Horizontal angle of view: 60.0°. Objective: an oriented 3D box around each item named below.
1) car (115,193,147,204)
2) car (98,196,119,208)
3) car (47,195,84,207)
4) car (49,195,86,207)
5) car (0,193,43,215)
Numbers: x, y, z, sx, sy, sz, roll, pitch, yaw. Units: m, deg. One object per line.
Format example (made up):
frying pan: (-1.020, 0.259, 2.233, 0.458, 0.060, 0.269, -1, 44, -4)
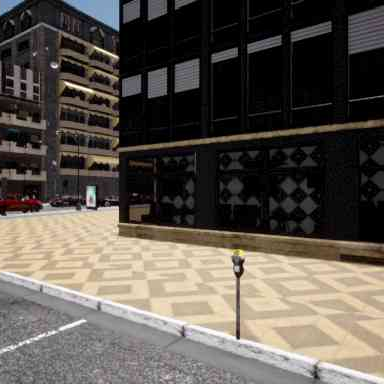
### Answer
car: (-8.863, 0.854, 48.492, 1.812, 1.442, 4.674, 0, 1, 35)
car: (-9.237, 1.072, 37.874, 1.947, 1.339, 4.313, 1, 2, 35)
car: (-16.133, 1.074, 42.636, 1.802, 1.307, 4.206, 1, 2, 35)
car: (-14.759, 1.085, 40.114, 1.994, 1.385, 4.181, 0, 1, 35)
car: (-15.608, 1.029, 28.786, 2.192, 1.841, 5.009, 1, 2, 35)
